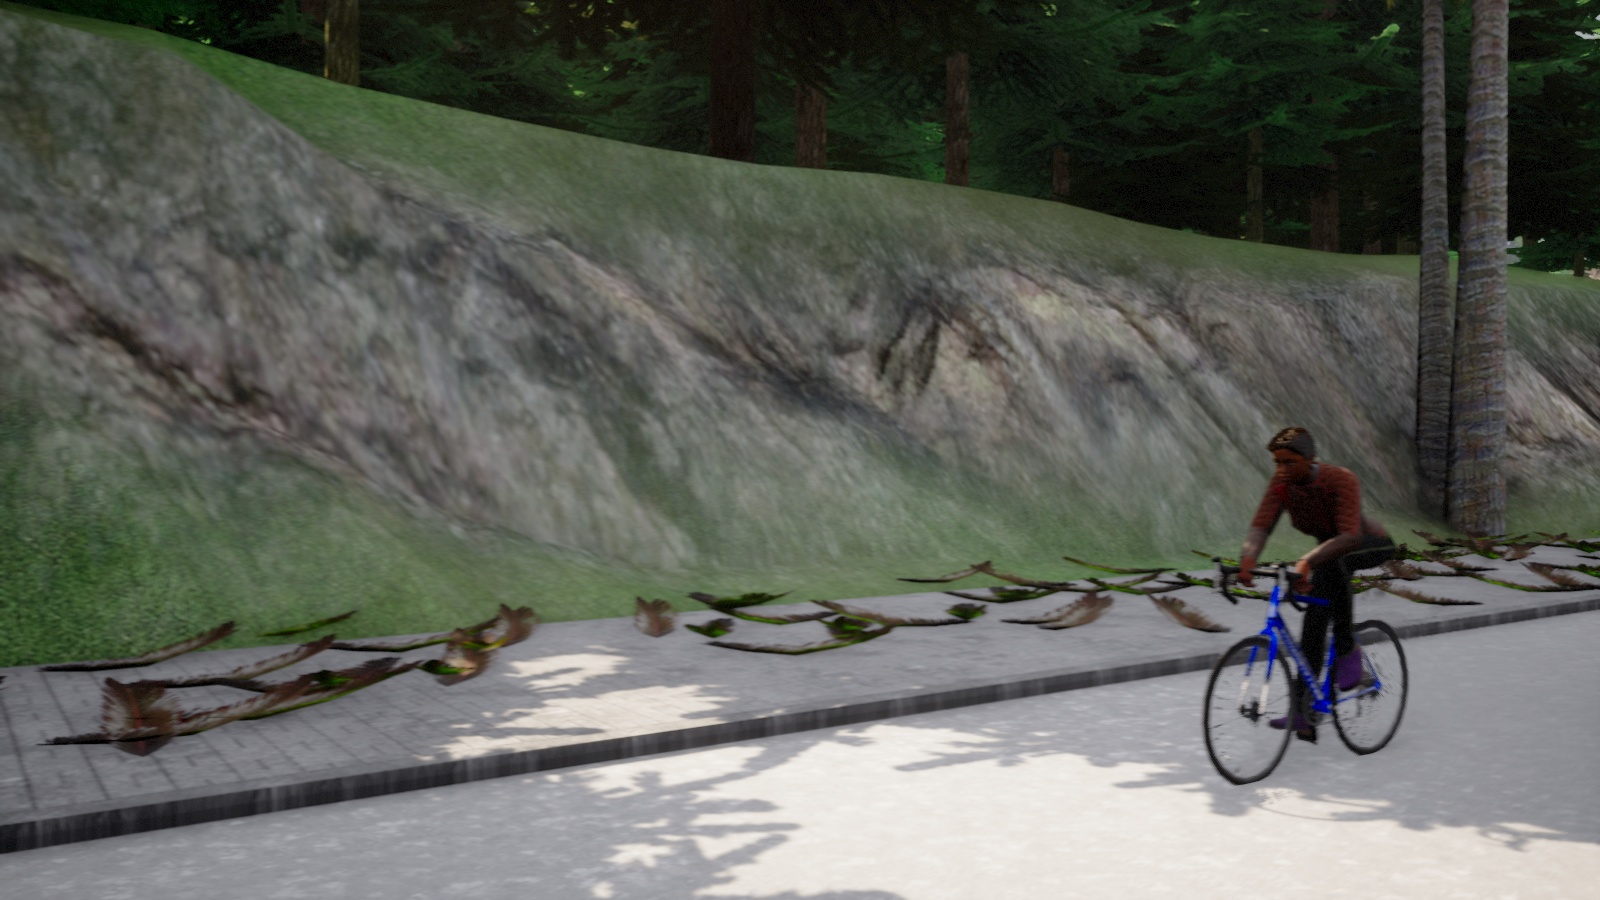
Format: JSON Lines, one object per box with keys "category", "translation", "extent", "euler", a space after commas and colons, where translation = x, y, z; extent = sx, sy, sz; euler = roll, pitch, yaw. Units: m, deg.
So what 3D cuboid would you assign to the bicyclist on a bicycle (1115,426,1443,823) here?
{"category": "bicyclist on a bicycle", "translation": [2.260, 0.707, 5.841], "extent": [1.656, 1.620, 0.582], "euler": [-1, 0, -35]}
